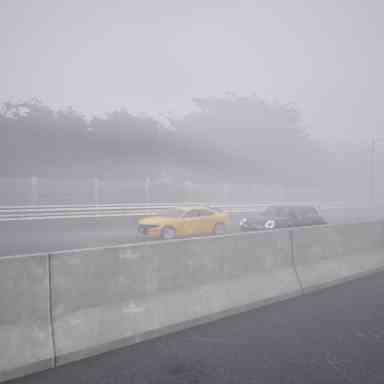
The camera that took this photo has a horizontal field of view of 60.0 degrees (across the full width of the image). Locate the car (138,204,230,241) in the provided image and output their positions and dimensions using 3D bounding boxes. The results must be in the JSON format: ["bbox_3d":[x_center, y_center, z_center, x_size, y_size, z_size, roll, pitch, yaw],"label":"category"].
[{"bbox_3d":[-0.304,1.495,16.774,5.008,1.535,1.882,0,0,-36],"label":"car"}]

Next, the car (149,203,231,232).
[{"bbox_3d":[-0.073,1.525,21.282,4.902,1.511,2.128,0,0,-36],"label":"car"}]

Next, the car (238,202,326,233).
[{"bbox_3d":[4.348,1.388,15.846,4.553,1.767,2.097,1,0,-36],"label":"car"}]
